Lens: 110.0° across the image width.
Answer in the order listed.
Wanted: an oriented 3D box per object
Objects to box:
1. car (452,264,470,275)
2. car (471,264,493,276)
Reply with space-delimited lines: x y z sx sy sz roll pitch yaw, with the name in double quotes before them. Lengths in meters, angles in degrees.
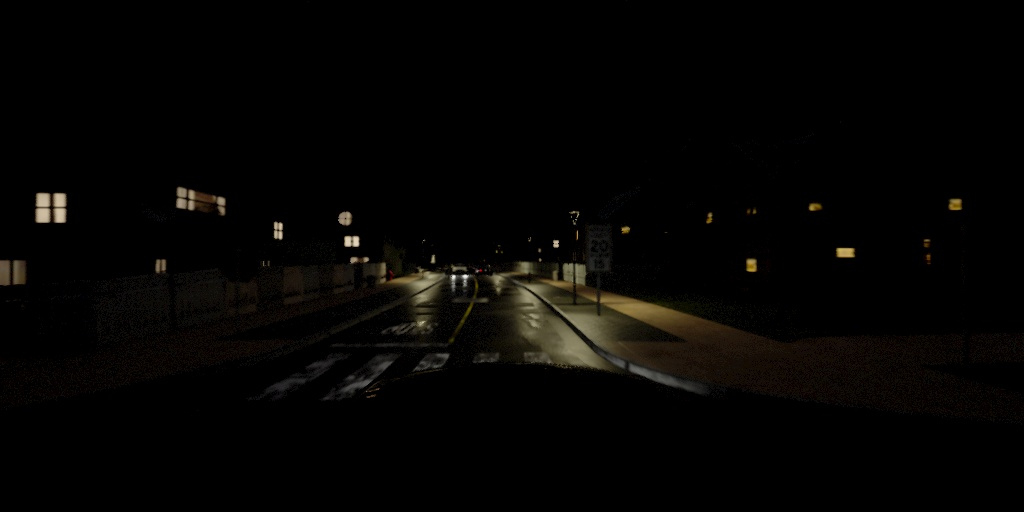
"car" -7.029 1.770 48.037 1.812 1.442 4.674 0 -1 -10
"car" -3.453 1.719 43.556 2.033 1.411 5.357 0 -1 -10
